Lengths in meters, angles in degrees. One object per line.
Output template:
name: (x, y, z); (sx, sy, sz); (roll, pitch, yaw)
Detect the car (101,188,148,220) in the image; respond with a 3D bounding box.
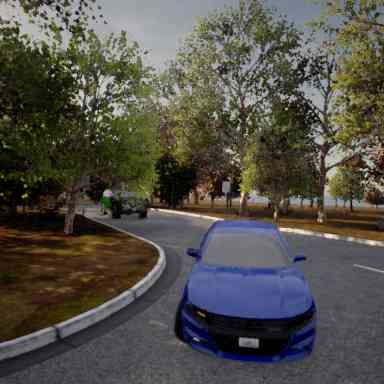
car: (-4.956, 0.767, 23.731); (2.150, 2.045, 5.566); (1, 0, -28)

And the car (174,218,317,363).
car: (1.032, 1.368, 6.473); (1.882, 1.535, 5.008); (1, 4, 8)
